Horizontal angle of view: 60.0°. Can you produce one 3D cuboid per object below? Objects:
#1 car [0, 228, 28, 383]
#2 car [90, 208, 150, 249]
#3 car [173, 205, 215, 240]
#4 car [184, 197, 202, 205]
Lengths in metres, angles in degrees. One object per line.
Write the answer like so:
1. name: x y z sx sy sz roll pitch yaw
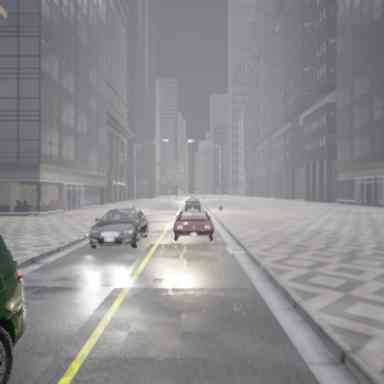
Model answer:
1. car: -3.066 1.221 1.754 2.150 2.045 5.566 0 0 0
2. car: -3.003 1.468 14.574 2.128 1.511 4.902 0 0 0
3. car: 0.081 1.573 16.874 1.895 1.301 4.718 0 0 0
4. car: 0.092 1.431 40.685 1.837 1.490 4.892 0 0 0
